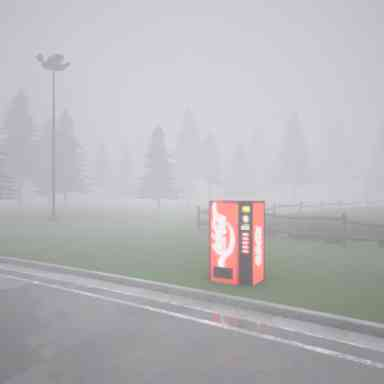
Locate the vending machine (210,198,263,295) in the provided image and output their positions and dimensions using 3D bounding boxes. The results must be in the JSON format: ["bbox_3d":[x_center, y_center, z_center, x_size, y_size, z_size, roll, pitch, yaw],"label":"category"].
[{"bbox_3d":[1.080,1.195,7.970,0.880,2.100,1.100,0,0,32],"label":"vending machine"}]
